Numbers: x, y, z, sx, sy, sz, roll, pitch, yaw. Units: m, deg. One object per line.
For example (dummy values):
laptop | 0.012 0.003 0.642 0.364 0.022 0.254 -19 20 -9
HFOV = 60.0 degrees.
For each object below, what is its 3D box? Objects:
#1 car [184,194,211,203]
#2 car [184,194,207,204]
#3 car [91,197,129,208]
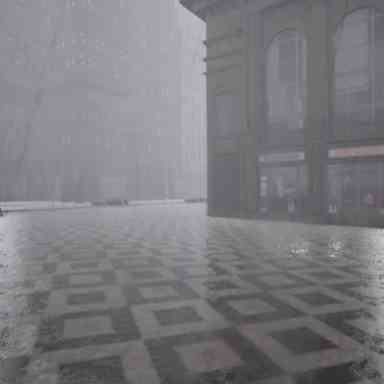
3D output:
car | 1.026 1.048 56.210 2.128 1.511 4.902 0 0 35
car | 0.841 1.134 50.687 1.895 1.301 4.718 0 0 36
car | -10.024 1.244 40.856 1.895 1.301 4.718 0 0 36
